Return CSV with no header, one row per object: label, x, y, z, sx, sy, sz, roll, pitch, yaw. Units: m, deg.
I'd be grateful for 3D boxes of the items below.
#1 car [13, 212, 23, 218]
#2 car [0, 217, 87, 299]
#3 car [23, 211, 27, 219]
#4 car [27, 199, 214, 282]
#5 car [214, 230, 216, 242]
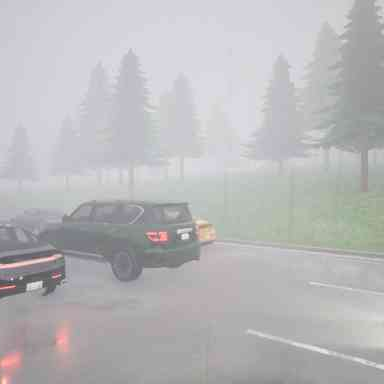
car,-10.634,1.547,15.921,5.357,1.411,2.033,0,0,35
car,-4.830,1.492,7.455,4.902,1.511,2.128,0,0,36
car,-8.505,1.564,18.701,4.181,1.385,1.994,0,0,36
car,-2.357,1.221,9.990,5.566,2.045,2.150,0,0,35
car,-1.426,1.478,13.629,5.008,1.535,1.882,0,0,36
